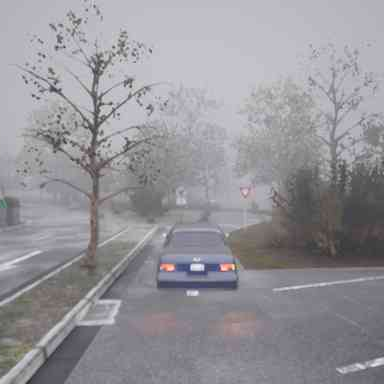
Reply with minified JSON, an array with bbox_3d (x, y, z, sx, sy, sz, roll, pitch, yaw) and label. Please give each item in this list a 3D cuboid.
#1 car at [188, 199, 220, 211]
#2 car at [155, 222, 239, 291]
[{"bbox_3d":[1.455,1.640,41.233,1.812,1.442,4.674,2,-3,-42],"label":"car"},{"bbox_3d":[0.109,1.519,9.071,2.033,1.411,5.357,0,0,0],"label":"car"}]
